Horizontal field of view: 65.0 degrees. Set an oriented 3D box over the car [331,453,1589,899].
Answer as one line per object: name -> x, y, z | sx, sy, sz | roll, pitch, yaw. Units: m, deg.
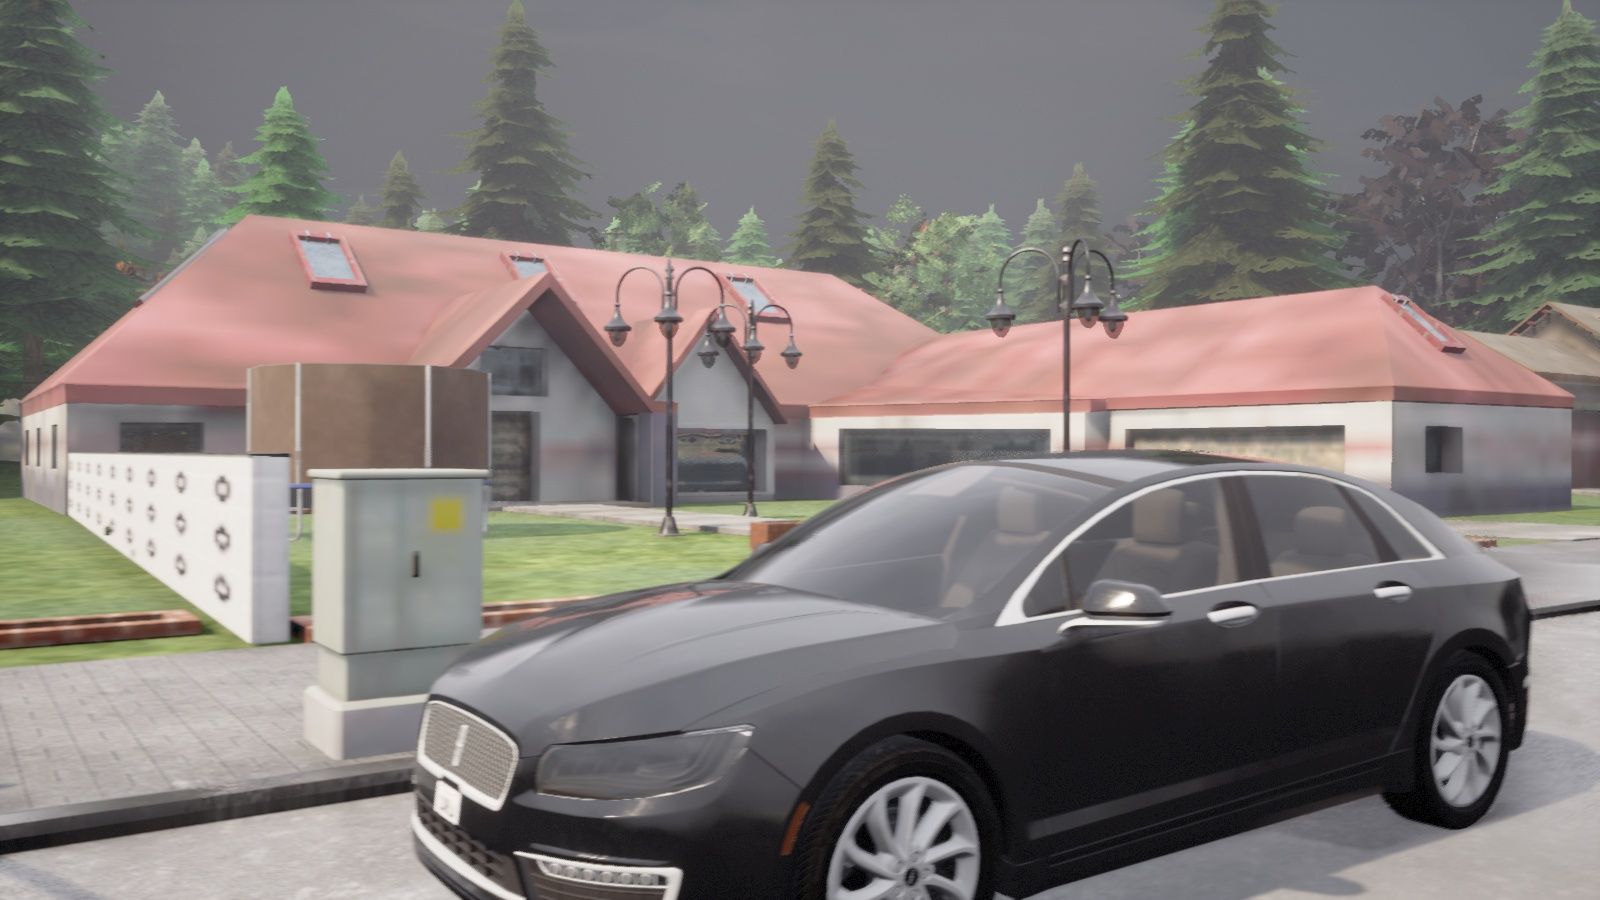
car -> 0.937, 0.760, 4.910 | 4.892, 1.490, 1.837 | 0, 0, -34
